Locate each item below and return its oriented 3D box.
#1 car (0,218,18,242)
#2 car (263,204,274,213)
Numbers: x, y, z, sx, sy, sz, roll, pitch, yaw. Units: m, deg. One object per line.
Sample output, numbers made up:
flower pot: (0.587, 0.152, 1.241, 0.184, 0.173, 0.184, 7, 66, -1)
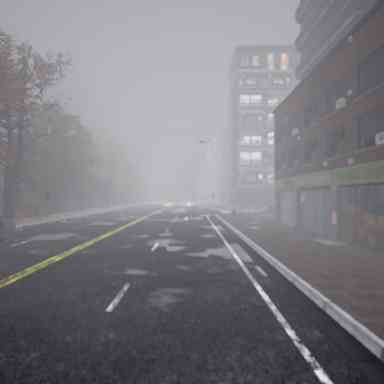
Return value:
car: (-9.847, 1.714, 14.774, 2.033, 1.411, 5.357, 0, -1, 0)
car: (12.224, 2.312, 46.859, 4.181, 1.385, 1.994, 1, -1, 0)
